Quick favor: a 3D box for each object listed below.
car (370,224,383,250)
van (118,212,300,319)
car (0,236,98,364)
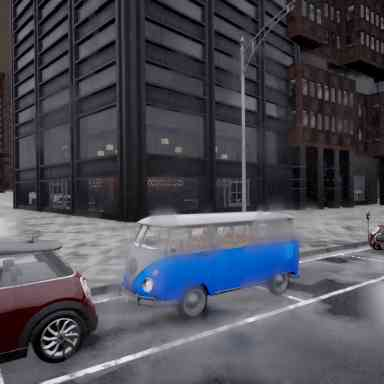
[{"bbox_3d":[8.629,1.434,12.839,4.097,1.590,1.967,0,-1,-36],"label":"car"},{"bbox_3d":[0.534,1.339,7.052,3.998,1.788,1.690,0,-1,-36],"label":"van"},{"bbox_3d":[-3.440,1.440,4.209,4.097,1.590,1.967,0,-1,-36],"label":"car"}]
